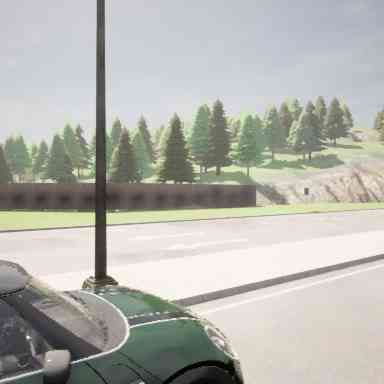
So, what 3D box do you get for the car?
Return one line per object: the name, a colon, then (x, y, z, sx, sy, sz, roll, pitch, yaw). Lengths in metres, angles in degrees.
car: (-1.726, 1.352, 2.527, 4.553, 1.767, 2.097, 0, 0, -35)
